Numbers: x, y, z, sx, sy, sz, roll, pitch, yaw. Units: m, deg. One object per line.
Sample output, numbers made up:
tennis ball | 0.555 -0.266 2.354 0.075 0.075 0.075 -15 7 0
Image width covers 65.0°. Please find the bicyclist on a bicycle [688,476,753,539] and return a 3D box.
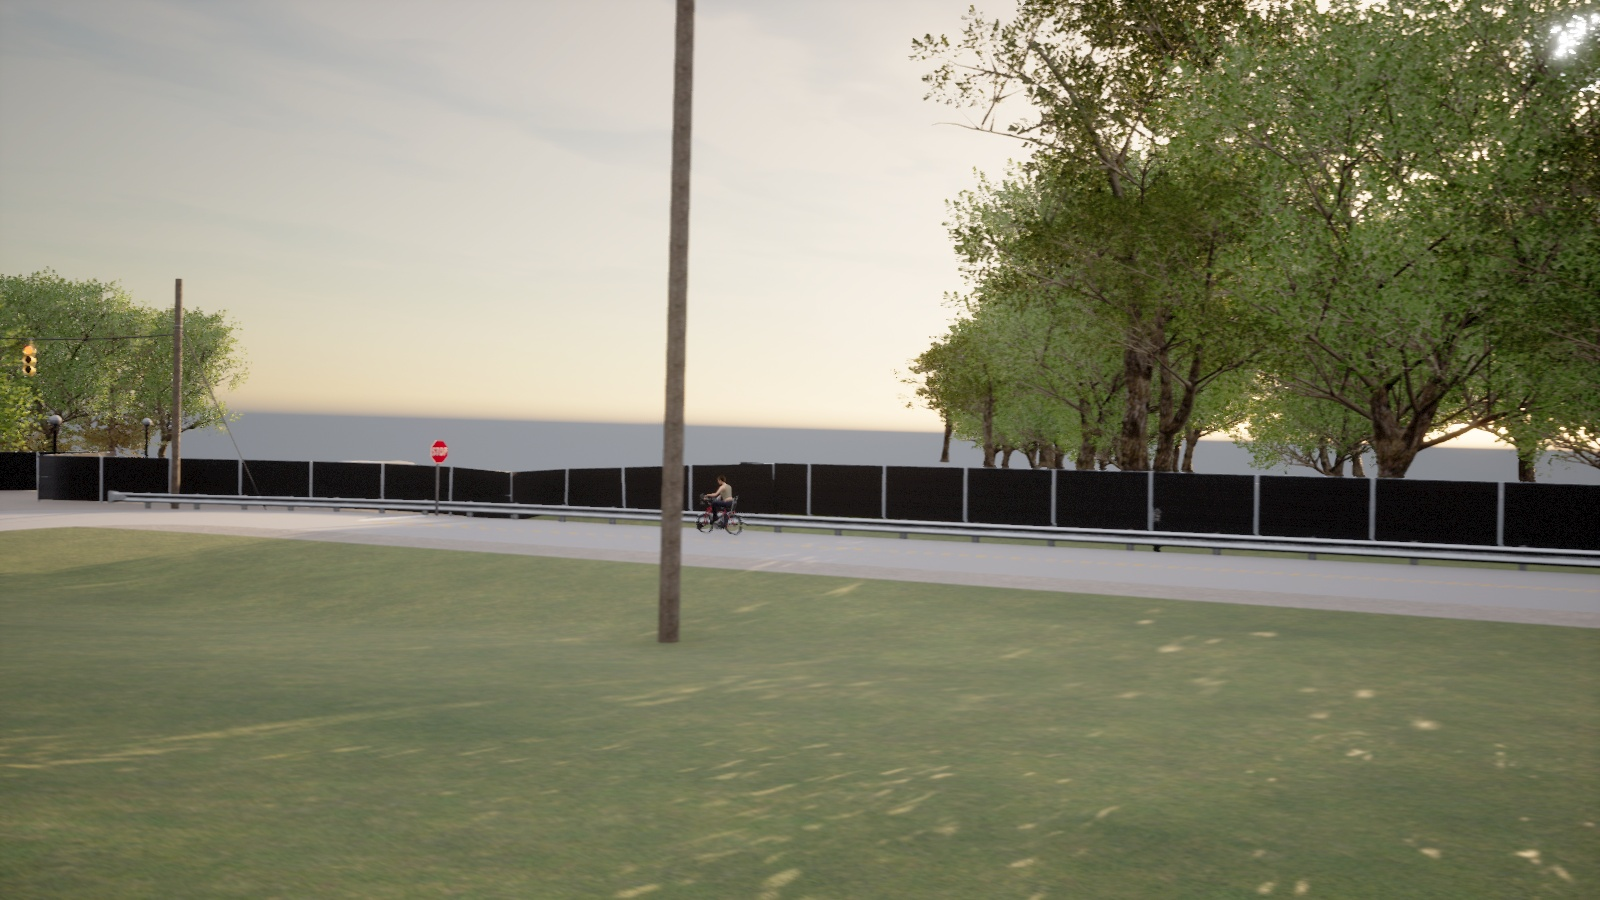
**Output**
bicyclist on a bicycle | -2.133 1.532 33.870 1.509 1.612 0.866 0 0 33
